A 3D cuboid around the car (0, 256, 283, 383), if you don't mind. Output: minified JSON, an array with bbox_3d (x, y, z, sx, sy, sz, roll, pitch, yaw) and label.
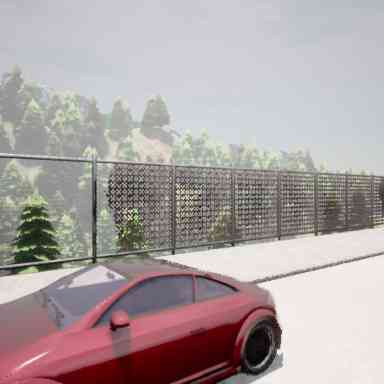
[{"bbox_3d":[-0.844,1.564,4.013,4.181,1.385,1.994,0,0,-36],"label":"car"}]
